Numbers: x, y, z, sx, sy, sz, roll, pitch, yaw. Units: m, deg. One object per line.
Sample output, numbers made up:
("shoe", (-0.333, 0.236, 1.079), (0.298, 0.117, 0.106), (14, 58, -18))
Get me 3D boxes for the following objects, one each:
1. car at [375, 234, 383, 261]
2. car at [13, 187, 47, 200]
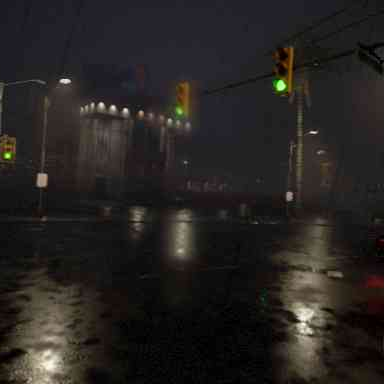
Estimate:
("car", (9.404, 2.117, 13.216), (4.892, 1.490, 1.837), (4, -2, -27))
("car", (-22.824, 0.231, 46.923), (3.806, 1.475, 1.970), (4, 0, -40))
